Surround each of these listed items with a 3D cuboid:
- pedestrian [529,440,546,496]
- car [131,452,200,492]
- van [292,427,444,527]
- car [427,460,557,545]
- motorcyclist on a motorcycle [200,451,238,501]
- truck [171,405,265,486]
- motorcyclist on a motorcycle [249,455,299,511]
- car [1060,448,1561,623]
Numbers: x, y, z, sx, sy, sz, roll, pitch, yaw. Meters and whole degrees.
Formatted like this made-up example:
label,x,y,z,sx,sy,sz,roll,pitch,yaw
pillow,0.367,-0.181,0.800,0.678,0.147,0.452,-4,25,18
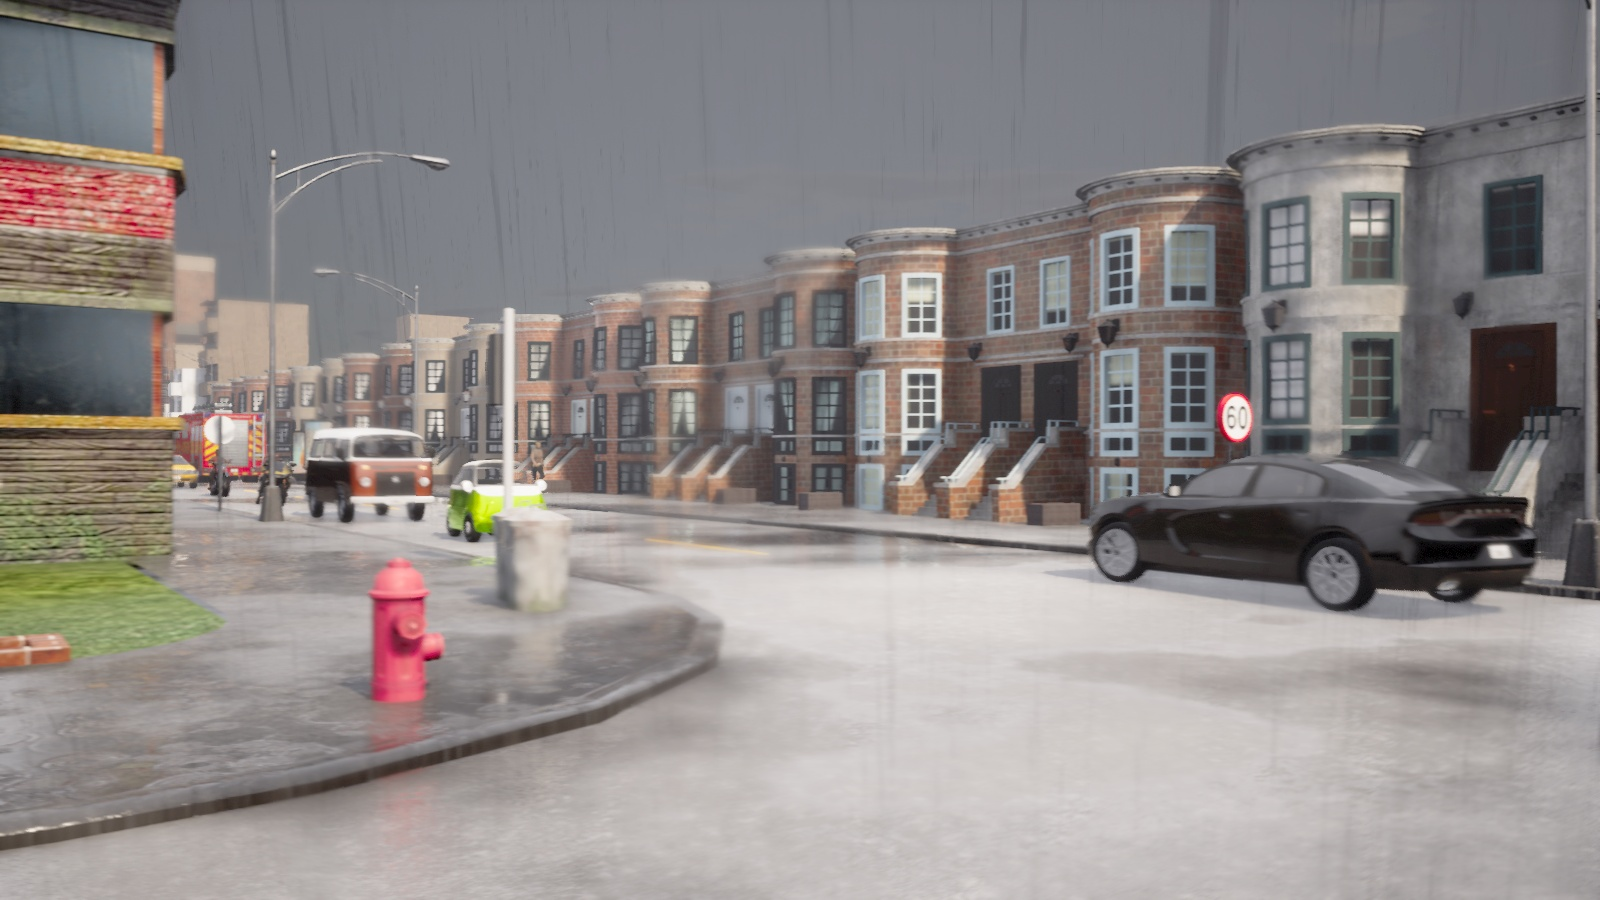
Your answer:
label,x,y,z,sx,sy,sz,roll,pitch,yaw
pedestrian,-8.736,0.595,41.836,0.331,1.846,0.634,0,0,-36
car,-26.110,0.881,51.599,1.801,1.575,5.366,0,-1,-35
van,-9.713,0.567,28.018,2.069,2.038,4.480,0,0,-35
car,-5.366,0.874,21.773,1.481,1.376,2.207,0,-1,-35
motorcyclist on a motorcycle,-19.451,0.849,42.022,0.766,1.649,2.350,0,0,-35
truck,-29.494,-0.188,63.474,2.891,3.827,8.468,0,0,-35
motorcyclist on a motorcycle,-14.812,0.907,35.352,0.866,1.530,2.191,0,0,-35
car,5.179,0.759,13.627,1.882,1.535,5.008,0,0,-28
